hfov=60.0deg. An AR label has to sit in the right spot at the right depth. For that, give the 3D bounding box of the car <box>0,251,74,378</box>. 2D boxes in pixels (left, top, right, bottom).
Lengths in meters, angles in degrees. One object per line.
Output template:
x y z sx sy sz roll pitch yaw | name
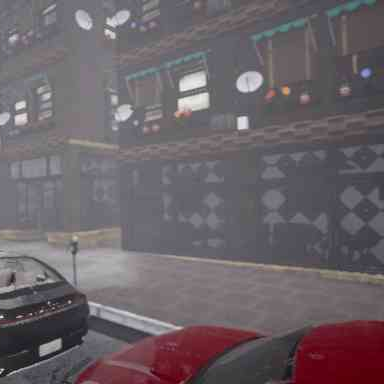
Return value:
-3.435 1.606 5.159 4.403 1.369 2.008 -1 -2 35 | car

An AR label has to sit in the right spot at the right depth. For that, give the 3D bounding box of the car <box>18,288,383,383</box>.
1.090 1.542 1.977 4.507 1.381 1.887 -1 -2 35 | car
